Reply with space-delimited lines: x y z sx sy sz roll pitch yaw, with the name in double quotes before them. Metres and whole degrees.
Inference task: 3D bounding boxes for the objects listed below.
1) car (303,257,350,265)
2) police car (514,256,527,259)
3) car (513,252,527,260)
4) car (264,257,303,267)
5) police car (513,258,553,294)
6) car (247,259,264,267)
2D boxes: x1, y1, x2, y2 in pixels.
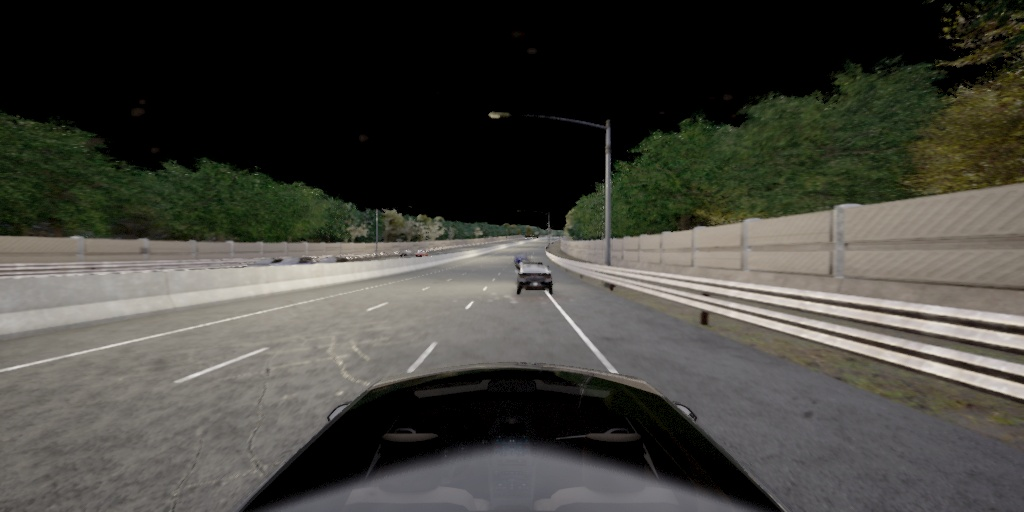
"car" -17.155 0.900 34.053 2.097 1.767 4.553 0 1 2
"police car" 1.356 1.077 29.831 1.930 1.638 5.238 0 1 1
"car" 1.358 0.320 58.418 2.097 1.767 4.553 0 2 3
"car" -20.654 0.890 34.078 2.097 1.767 4.553 0 1 2
"police car" 1.170 1.137 19.947 1.930 1.638 5.238 0 0 1
"car" -24.105 1.007 35.709 1.837 1.490 4.892 0 1 2
